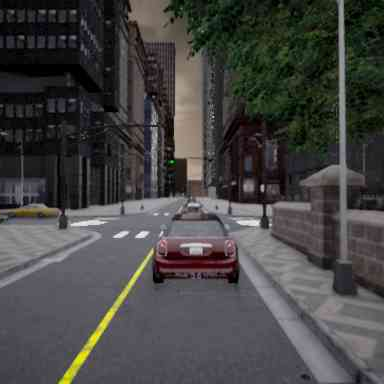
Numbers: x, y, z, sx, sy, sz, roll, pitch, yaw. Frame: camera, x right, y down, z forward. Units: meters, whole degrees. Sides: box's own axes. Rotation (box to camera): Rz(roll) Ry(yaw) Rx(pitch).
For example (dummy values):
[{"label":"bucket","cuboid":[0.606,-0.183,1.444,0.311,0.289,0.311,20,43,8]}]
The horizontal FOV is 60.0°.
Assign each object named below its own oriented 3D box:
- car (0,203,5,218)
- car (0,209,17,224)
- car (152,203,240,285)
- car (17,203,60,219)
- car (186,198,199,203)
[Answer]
[{"label":"car","cuboid":[-20.138,1.734,30.815,4.403,1.369,2.008,0,-1,0]},{"label":"car","cuboid":[-14.656,1.535,22.266,4.403,1.369,2.008,0,-1,0]},{"label":"car","cuboid":[0.092,1.372,9.752,2.097,1.767,4.553,0,0,0]},{"label":"car","cuboid":[-14.795,1.701,30.791,4.829,1.417,1.752,0,-1,0]},{"label":"car","cuboid":[0.075,1.607,30.937,1.812,1.442,4.674,0,0,0]}]
